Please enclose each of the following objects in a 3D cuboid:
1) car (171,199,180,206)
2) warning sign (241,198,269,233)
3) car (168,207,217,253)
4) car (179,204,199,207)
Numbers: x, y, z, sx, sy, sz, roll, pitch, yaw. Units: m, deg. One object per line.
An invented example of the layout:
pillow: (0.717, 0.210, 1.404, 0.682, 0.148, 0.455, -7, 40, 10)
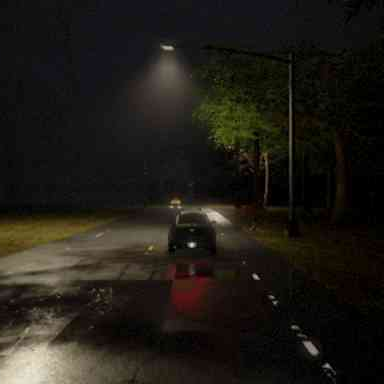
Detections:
car: (-3.490, 2.207, 70.976, 1.882, 1.535, 5.008, 0, -1, 0)
warning sign: (3.580, 1.297, 19.026, 1.300, 1.860, 1.060, 2, 1, 0)
car: (0.006, 1.642, 14.300, 1.837, 1.490, 4.892, 0, 0, 0)
car: (0.006, 1.882, 29.107, 1.895, 1.301, 4.718, 0, -1, 0)
